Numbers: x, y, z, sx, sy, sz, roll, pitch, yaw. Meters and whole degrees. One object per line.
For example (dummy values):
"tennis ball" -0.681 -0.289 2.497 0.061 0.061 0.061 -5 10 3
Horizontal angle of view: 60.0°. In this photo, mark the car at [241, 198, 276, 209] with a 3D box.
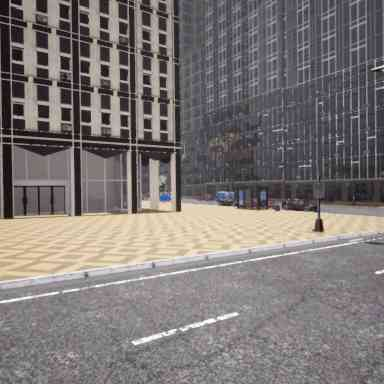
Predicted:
"car" 8.433 1.387 40.447 1.802 1.307 4.206 -1 1 -34

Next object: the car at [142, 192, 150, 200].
"car" -10.683 1.038 68.684 2.008 1.369 4.403 0 1 -34

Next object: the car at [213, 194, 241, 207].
"car" 5.280 1.318 45.175 1.947 1.339 4.313 -1 1 -34

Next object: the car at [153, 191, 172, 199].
"car" -6.961 0.613 78.097 2.192 1.841 5.009 0 1 -34

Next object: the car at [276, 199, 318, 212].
"car" 11.620 1.422 35.739 1.947 1.339 4.313 -1 1 -34

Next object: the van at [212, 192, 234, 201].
"van" 5.845 0.854 59.312 1.690 1.788 3.998 -1 1 -34

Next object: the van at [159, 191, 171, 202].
"van" -4.280 0.936 59.290 1.690 1.788 3.998 0 1 -34

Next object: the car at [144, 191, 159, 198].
"car" -10.162 0.685 82.794 1.967 1.590 4.097 0 1 -34

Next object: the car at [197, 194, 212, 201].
"car" 2.645 1.042 64.011 1.802 1.307 4.206 -1 1 -34
